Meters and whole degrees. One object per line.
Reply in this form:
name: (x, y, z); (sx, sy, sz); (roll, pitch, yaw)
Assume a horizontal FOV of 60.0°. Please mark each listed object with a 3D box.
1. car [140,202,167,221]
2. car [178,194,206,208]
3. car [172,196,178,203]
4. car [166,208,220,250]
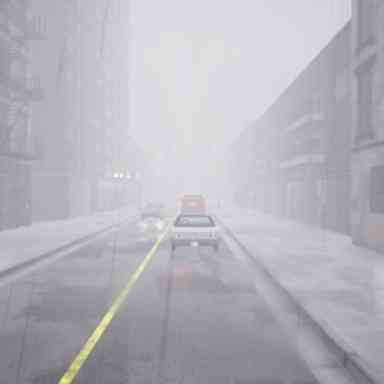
car: (-3.096, 1.539, 27.809); (2.033, 1.411, 5.357); (0, 0, 0)
car: (0.103, 1.212, 31.141); (2.150, 2.045, 5.566); (0, 0, 0)
car: (-2.993, 1.503, 68.746); (1.812, 1.442, 4.674); (0, 0, 0)
car: (0.102, 1.597, 14.326); (1.895, 1.301, 4.718); (0, 0, 0)
